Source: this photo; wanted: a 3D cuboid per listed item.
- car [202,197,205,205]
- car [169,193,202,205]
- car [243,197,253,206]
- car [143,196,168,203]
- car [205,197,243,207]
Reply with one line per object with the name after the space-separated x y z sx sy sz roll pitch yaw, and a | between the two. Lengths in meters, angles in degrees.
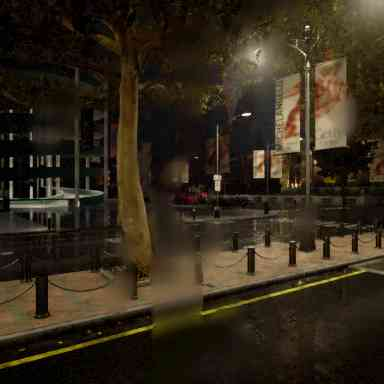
1.871 1.547 60.719 2.033 1.411 5.357 0 0 -36 | car
-1.149 1.221 58.927 2.150 2.045 5.566 0 0 -36 | car
7.516 1.491 52.769 2.128 1.511 4.902 0 0 -35 | car
-7.808 1.478 66.769 5.008 1.535 1.882 0 0 42 | car
4.758 1.547 50.625 2.033 1.411 5.357 0 0 -35 | car
